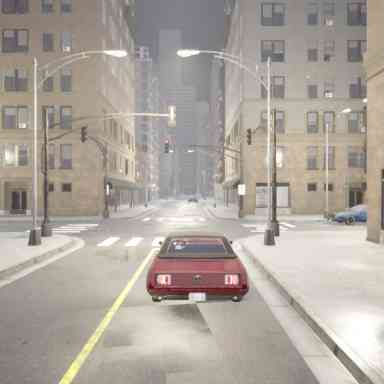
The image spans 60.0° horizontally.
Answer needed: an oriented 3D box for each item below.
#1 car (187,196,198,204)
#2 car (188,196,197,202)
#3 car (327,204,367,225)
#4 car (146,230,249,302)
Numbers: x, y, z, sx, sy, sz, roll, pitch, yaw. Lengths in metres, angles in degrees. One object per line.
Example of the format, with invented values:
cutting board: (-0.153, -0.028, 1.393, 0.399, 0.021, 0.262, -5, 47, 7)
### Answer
car: (0.169, 1.507, 65.188, 1.812, 1.442, 4.674, 0, 0, 0)
car: (0.085, 1.567, 75.116, 1.895, 1.301, 4.718, 0, 0, 0)
car: (12.194, 1.512, 22.796, 5.357, 1.411, 2.033, 0, 0, 3)
car: (0.092, 1.601, 8.203, 1.895, 1.301, 4.718, 0, 0, 0)
